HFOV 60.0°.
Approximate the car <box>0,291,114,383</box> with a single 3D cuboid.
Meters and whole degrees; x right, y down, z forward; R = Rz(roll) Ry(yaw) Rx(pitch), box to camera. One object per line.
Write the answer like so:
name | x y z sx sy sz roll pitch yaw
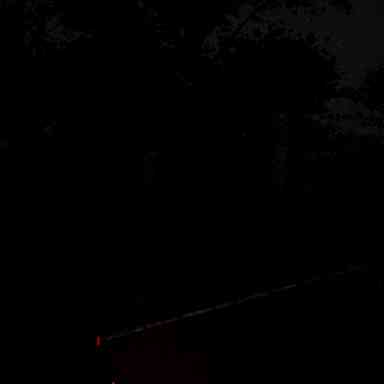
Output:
car | -2.929 1.508 1.959 4.902 1.511 2.128 0 0 -35
